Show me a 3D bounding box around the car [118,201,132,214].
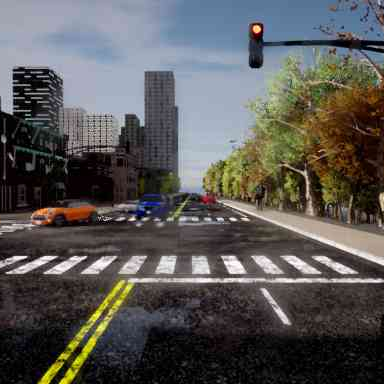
[{"bbox_3d":[-6.541,1.590,35.524,1.895,1.301,4.718,0,0,0],"label":"car"}]

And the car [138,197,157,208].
[{"bbox_3d":[-6.516,1.475,48.762,2.128,1.511,4.902,0,0,0],"label":"car"}]

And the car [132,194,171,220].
[{"bbox_3d":[-3.302,1.213,28.120,2.150,2.045,5.566,0,0,0],"label":"car"}]

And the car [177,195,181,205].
[{"bbox_3d":[-3.254,1.581,53.658,1.895,1.301,4.718,0,0,0],"label":"car"}]

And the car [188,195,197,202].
[{"bbox_3d":[0.125,1.447,76.516,1.882,1.535,5.008,0,0,0],"label":"car"}]

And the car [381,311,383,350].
[{"bbox_3d":[3.355,1.491,2.362,2.128,1.511,4.902,0,0,0],"label":"car"}]

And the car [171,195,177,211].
[{"bbox_3d":[-3.278,1.339,39.959,2.097,1.767,4.553,0,0,0],"label":"car"}]

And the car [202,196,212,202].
[{"bbox_3d":[3.371,1.522,75.893,1.994,1.385,4.181,0,0,0],"label":"car"}]

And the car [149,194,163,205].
[{"bbox_3d":[-6.473,1.330,60.487,2.097,1.767,4.553,0,0,0],"label":"car"}]

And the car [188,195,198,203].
[{"bbox_3d":[0.203,1.467,65.868,2.128,1.511,4.902,0,0,0],"label":"car"}]

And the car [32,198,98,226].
[{"bbox_3d":[-8.801,1.355,23.276,2.097,1.767,4.553,-1,0,28],"label":"car"}]

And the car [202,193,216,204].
[{"bbox_3d":[3.449,1.197,65.309,2.150,2.045,5.566,0,0,1],"label":"car"}]
